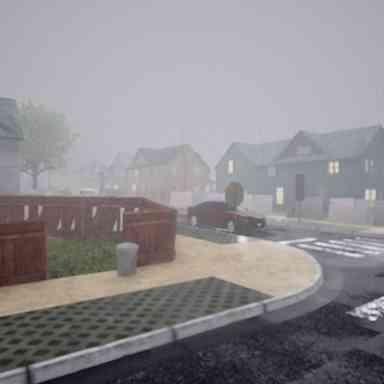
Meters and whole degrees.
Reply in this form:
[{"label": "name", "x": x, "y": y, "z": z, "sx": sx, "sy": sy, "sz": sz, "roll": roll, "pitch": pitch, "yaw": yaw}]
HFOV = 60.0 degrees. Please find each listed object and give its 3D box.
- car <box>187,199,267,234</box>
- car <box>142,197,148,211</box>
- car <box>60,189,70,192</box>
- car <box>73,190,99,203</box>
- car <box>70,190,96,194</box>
[{"label": "car", "x": 1.694, "y": 1.183, "z": 17.374, "sx": 1.882, "sy": 1.535, "sz": 5.008, "roll": 1, "pitch": 1, "yaw": -34}, {"label": "car", "x": -4.051, "y": 1.049, "z": 25.442, "sx": 1.994, "sy": 1.385, "sz": 4.181, "roll": 1, "pitch": 1, "yaw": -35}, {"label": "car", "x": -20.247, "y": 0.326, "z": 52.915, "sx": 2.128, "sy": 1.511, "sz": 4.902, "roll": 1, "pitch": 1, "yaw": -36}, {"label": "car", "x": -14.208, "y": 0.564, "z": 44.581, "sx": 1.837, "sy": 1.490, "sz": 4.892, "roll": 1, "pitch": 1, "yaw": -36}, {"label": "car", "x": -10.742, "y": 0.778, "z": 34.778, "sx": 2.033, "sy": 1.411, "sz": 5.357, "roll": 1, "pitch": 1, "yaw": -36}]
